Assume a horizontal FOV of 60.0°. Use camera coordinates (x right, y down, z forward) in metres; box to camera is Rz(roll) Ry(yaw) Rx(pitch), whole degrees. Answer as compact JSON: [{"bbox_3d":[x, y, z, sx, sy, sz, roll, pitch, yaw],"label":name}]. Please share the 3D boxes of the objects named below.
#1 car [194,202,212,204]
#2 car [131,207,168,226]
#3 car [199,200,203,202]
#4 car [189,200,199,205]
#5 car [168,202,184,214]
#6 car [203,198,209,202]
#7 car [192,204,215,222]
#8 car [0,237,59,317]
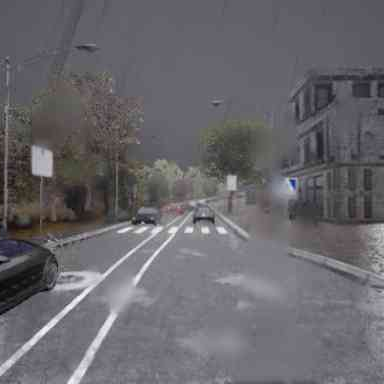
[{"bbox_3d":[1.696,2.535,49.774,2.033,1.411,5.357,0,-2,2],"label":"car"},{"bbox_3d":[-3.480,1.924,26.788,2.033,1.411,5.357,0,-2,2],"label":"car"},{"bbox_3d":[0.579,3.040,83.824,2.097,1.535,5.008,1,2,11],"label":"car"},{"bbox_3d":[-0.125,3.213,77.722,2.002,1.452,4.674,-2,1,6],"label":"car"},{"bbox_3d":[-2.478,2.327,49.405,2.097,1.767,4.553,0,-1,5],"label":"car"},{"bbox_3d":[2.637,2.894,94.155,2.002,1.452,4.674,-1,1,14],"label":"car"},{"bbox_3d":[1.110,2.058,31.188,1.994,1.385,4.181,0,-2,2],"label":"car"},{"bbox_3d":[-4.167,1.568,6.231,1.994,1.385,4.181,0,0,1],"label":"car"}]
